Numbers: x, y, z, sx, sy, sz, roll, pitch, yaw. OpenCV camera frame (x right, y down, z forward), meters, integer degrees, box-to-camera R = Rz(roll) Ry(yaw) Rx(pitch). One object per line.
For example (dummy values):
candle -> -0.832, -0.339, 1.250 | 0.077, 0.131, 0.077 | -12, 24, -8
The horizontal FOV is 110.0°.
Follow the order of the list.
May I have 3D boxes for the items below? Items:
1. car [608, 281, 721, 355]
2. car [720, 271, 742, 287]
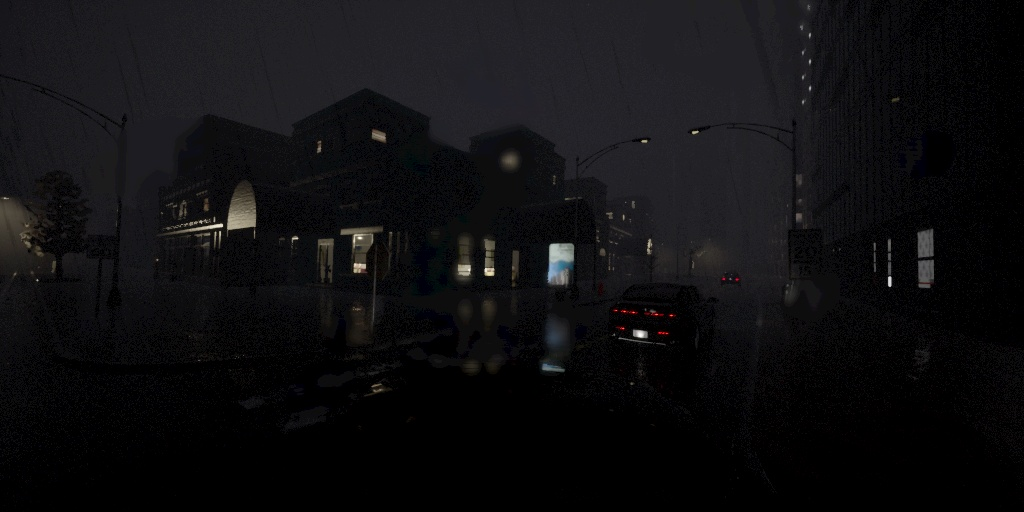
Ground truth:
car -> 4.068, 1.431, 9.392 | 1.837, 1.490, 4.892 | 0, -2, 36
car -> 23.096, 2.420, 37.822 | 2.033, 1.411, 5.357 | 0, -1, 32
